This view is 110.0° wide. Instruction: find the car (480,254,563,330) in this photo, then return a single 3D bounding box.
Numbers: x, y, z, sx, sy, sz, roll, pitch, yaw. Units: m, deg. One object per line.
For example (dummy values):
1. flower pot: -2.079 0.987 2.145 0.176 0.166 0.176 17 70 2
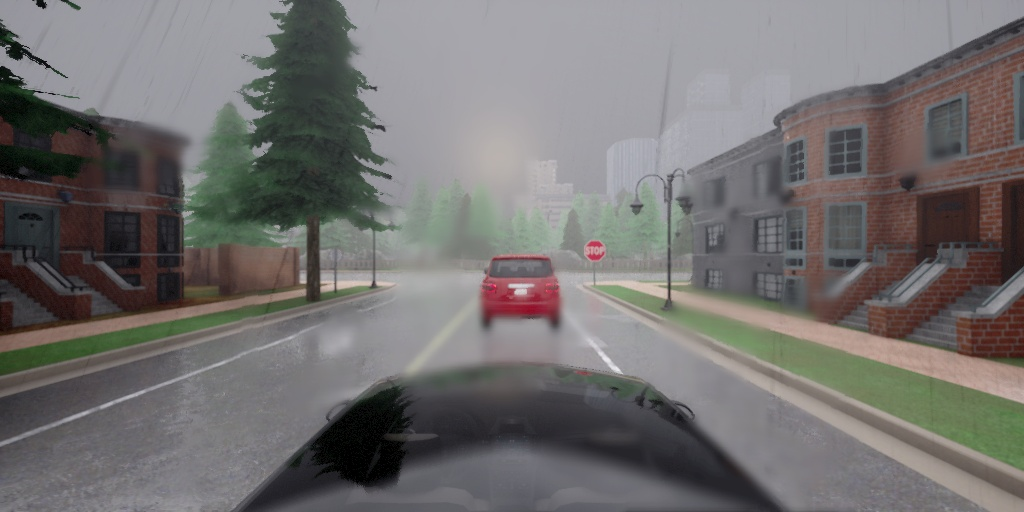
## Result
1. car: 0.265 0.971 11.266 2.150 2.045 5.566 0 0 1
